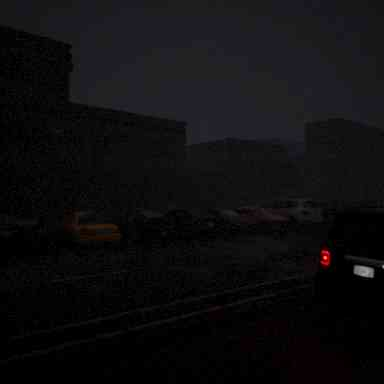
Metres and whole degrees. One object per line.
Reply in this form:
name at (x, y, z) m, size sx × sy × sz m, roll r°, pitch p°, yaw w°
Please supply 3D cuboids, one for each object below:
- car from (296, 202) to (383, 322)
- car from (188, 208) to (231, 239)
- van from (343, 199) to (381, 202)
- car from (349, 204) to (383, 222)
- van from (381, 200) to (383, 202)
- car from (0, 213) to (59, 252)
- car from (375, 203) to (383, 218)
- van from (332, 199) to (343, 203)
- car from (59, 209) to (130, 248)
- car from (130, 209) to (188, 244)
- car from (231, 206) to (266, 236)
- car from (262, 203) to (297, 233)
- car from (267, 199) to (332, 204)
car at (4.745, 1.307, 6.523) m, size 5.566 × 2.045 × 2.150 m, roll 1°, pitch 0°, yaw -36°
car at (-0.434, 1.647, 18.330) m, size 2.163 × 1.488 × 4.792 m, roll 1°, pitch -1°, yaw -36°
van at (12.969, 1.621, 28.027) m, size 1.878 × 1.987 × 4.442 m, roll 1°, pitch -1°, yaw -36°
car at (17.521, 1.972, 31.136) m, size 2.002 × 1.452 × 4.674 m, roll 1°, pitch -1°, yaw -36°
van at (19.697, 1.750, 32.840) m, size 1.878 × 1.987 × 4.442 m, roll 1°, pitch -1°, yaw -36°
car at (-7.143, 1.557, 13.491) m, size 2.002 × 1.452 × 4.674 m, roll 1°, pitch 0°, yaw -36°
car at (22.002, 2.020, 34.351) m, size 2.097 × 1.535 × 5.008 m, roll 1°, pitch -1°, yaw -36°
van at (8.486, 1.541, 24.819) m, size 1.878 × 1.987 × 4.442 m, roll 1°, pitch -1°, yaw -36°
car at (-5.009, 1.547, 15.249) m, size 1.946 × 1.575 × 5.366 m, roll 1°, pitch 0°, yaw -36°
car at (-2.656, 1.584, 16.696) m, size 2.231 × 1.521 × 4.892 m, roll 1°, pitch 0°, yaw -36°
car at (1.823, 1.693, 19.912) m, size 2.002 × 1.452 × 4.674 m, roll 1°, pitch -1°, yaw -36°
car at (4.064, 1.689, 21.519) m, size 2.097 × 1.535 × 5.008 m, roll 1°, pitch -1°, yaw -36°
car at (6.295, 1.476, 23.143) m, size 2.435 × 2.045 × 5.566 m, roll 1°, pitch -1°, yaw -36°
